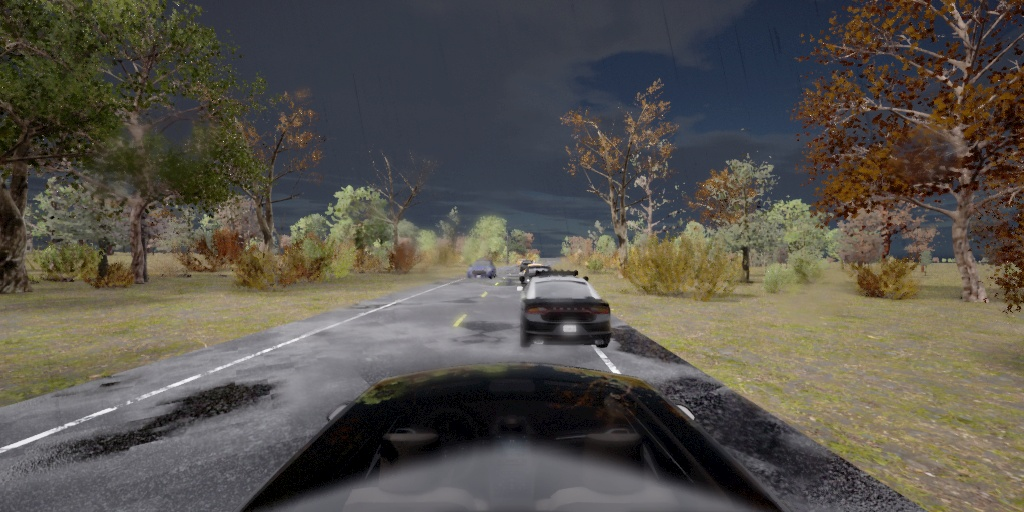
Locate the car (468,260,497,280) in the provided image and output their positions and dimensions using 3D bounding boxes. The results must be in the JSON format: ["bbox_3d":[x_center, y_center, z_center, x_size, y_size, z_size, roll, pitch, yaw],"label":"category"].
[{"bbox_3d":[-2.601,1.127,32.016,2.097,1.767,4.553,0,0,3],"label":"car"}]

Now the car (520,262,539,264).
[{"bbox_3d":[1.431,1.263,19.246,1.837,1.490,4.892,0,0,2],"label":"car"}]

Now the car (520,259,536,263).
[{"bbox_3d":[1.686,1.219,25.404,1.801,1.575,5.366,0,0,3],"label":"car"}]

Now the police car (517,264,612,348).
[{"bbox_3d":[1.152,1.177,9.404,1.930,1.638,5.238,0,0,1],"label":"police car"}]

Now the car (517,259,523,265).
[{"bbox_3d":[2.109,1.332,47.897,1.837,1.490,4.892,0,0,6],"label":"car"}]

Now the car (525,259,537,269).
[{"bbox_3d":[3.235,1.366,60.755,1.882,1.535,5.008,0,0,6],"label":"car"}]
